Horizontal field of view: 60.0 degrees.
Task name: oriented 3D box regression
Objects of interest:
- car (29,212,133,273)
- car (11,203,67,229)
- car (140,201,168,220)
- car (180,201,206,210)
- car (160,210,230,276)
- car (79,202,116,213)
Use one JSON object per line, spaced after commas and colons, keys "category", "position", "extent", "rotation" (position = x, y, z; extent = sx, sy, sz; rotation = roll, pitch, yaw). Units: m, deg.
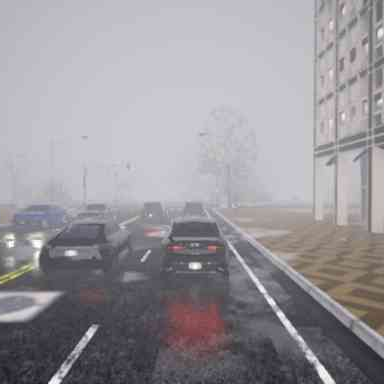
{"category": "car", "position": [-3.162, 1.575, 10.718], "extent": [1.994, 1.385, 4.181], "rotation": [0, 0, 0]}
{"category": "car", "position": [-9.841, 1.494, 21.818], "extent": [1.882, 1.535, 5.008], "rotation": [0, 0, 0]}
{"category": "car", "position": [-3.156, 1.524, 27.851], "extent": [1.837, 1.490, 4.892], "rotation": [0, 0, 0]}
{"category": "car", "position": [0.094, 1.524, 27.848], "extent": [1.837, 1.490, 4.892], "rotation": [0, 0, 0]}
{"category": "car", "position": [0.087, 1.515, 10.336], "extent": [1.837, 1.490, 4.892], "rotation": [0, 0, 0]}
{"category": "car", "position": [-6.590, 1.522, 23.288], "extent": [1.837, 1.490, 4.892], "rotation": [0, 0, 0]}
